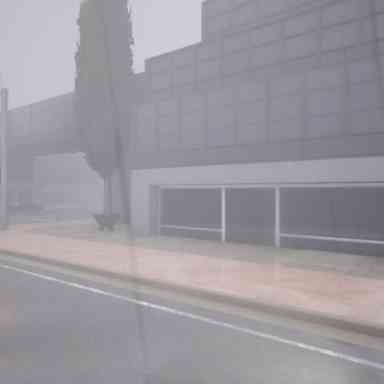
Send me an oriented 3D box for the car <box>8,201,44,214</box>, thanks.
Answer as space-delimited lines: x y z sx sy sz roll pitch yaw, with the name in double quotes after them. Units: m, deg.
-18.101 1.587 34.575 1.895 1.301 4.718 0 0 36 "car"
